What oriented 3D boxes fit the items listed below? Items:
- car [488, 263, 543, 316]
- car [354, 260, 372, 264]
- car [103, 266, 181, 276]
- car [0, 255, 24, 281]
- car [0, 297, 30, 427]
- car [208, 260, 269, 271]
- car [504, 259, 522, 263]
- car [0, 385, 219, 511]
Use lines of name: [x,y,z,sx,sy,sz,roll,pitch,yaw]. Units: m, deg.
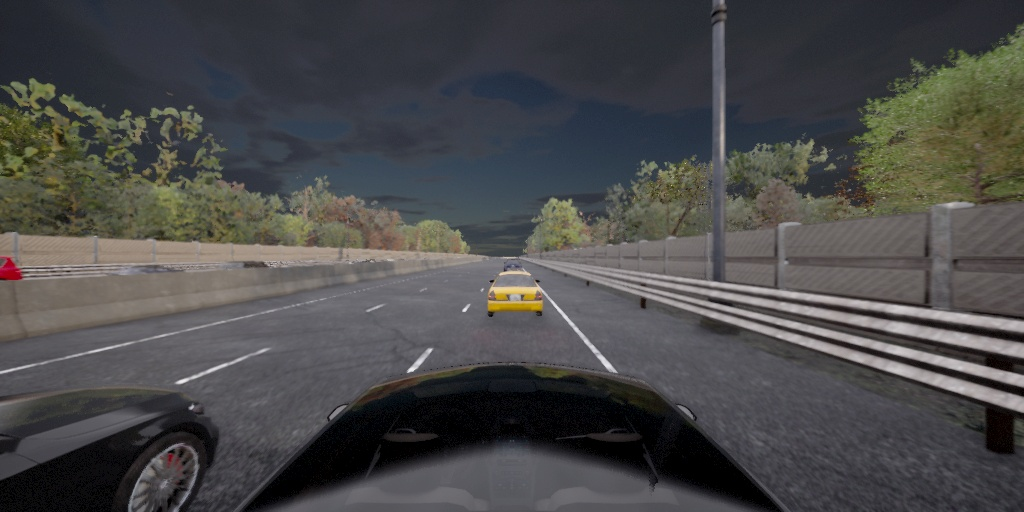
car: [0.101,1.208,13.240,1.801,1.575,5.366,0,0,0]
car: [-24.493,1.323,58.836,1.812,1.442,4.674,0,0,0]
car: [-21.098,1.299,20.440,2.033,1.411,5.357,0,0,0]
car: [-24.599,0.972,14.885,2.150,2.045,5.566,0,0,0]
car: [-6.900,1.255,2.001,1.837,1.490,4.892,0,0,0]
car: [-17.595,1.104,22.987,2.097,1.767,4.553,0,0,0]
car: [0.104,1.106,41.818,2.097,1.767,4.553,0,0,0]
car: [-3.387,1.276,1.043,1.812,1.442,4.674,0,0,0]
